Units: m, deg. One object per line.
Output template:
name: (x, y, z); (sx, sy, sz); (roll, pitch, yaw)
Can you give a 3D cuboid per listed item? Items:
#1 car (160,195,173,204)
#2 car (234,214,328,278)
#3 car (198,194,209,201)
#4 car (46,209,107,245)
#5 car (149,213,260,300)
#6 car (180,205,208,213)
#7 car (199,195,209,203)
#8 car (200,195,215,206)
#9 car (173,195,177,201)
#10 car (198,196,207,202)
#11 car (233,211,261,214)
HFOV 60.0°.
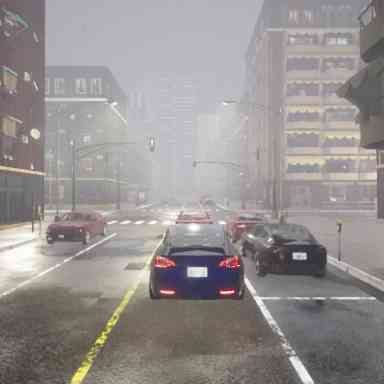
car: (-5.314, 1.597, 65.126); (2.008, 1.369, 4.403); (1, 0, 0)
car: (2.575, 1.569, 10.030); (1.947, 1.339, 4.313); (1, 0, 0)
car: (2.617, 1.359, 63.702); (2.192, 1.841, 5.009); (1, 0, 0)
car: (-5.272, 1.550, 15.674); (1.887, 1.381, 4.507); (1, 0, 0)
car: (0.102, 1.506, 8.413); (2.163, 1.488, 4.792); (0, 0, 0)
car: (0.097, 1.607, 18.136); (1.895, 1.301, 4.718); (0, 0, 0)
car: (2.584, 1.494, 70.826); (1.967, 1.590, 4.097); (1, 0, 0)
car: (2.710, 1.578, 53.757); (1.887, 1.381, 4.507); (1, 0, 0)
car: (-5.295, 1.624, 87.884); (1.887, 1.381, 4.507); (1, 0, 0)
car: (2.585, 1.636, 82.205); (1.947, 1.339, 4.313); (1, 0, 0)
car: (2.576, 1.550, 15.700); (1.887, 1.381, 4.507); (1, 0, 0)
